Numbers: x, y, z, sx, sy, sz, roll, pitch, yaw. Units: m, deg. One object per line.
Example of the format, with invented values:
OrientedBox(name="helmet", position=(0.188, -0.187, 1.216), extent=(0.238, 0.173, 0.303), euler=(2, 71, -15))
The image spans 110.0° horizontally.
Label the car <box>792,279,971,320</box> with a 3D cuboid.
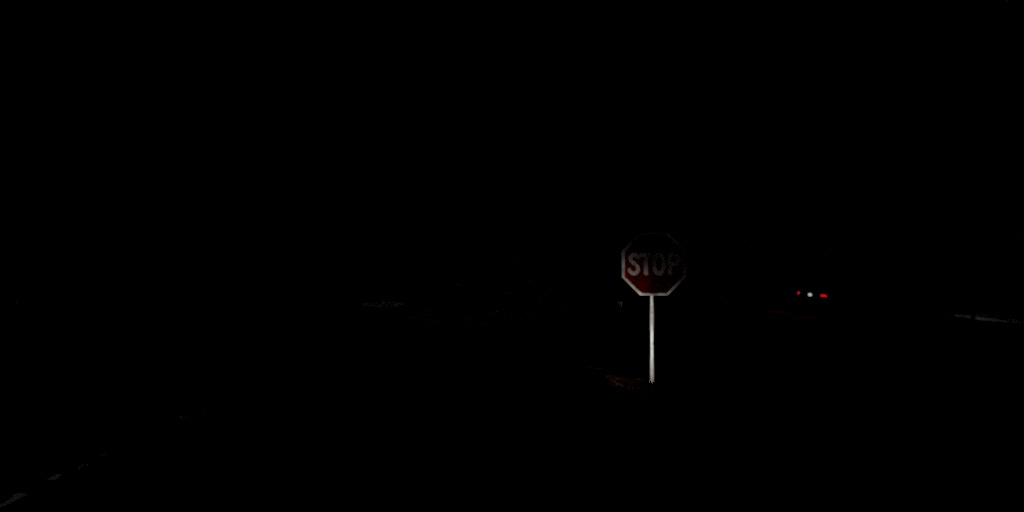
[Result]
OrientedBox(name="car", position=(14.069, 1.595, 13.864), extent=(5.357, 1.411, 2.033), euler=(1, -1, 1))
